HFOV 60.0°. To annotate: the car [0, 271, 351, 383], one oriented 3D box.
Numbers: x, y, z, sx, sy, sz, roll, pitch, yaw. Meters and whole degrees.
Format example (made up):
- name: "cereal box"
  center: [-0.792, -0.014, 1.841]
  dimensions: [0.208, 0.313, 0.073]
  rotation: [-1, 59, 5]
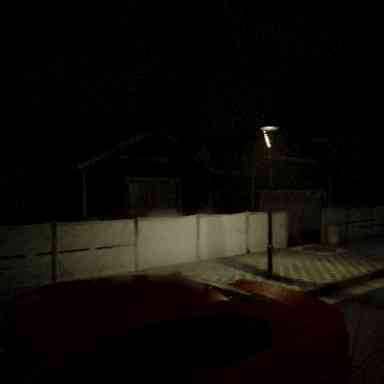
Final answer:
- name: "car"
  center: [-0.824, 1.477, 2.484]
  dimensions: [5.008, 1.535, 1.882]
  rotation: [0, 0, -36]
